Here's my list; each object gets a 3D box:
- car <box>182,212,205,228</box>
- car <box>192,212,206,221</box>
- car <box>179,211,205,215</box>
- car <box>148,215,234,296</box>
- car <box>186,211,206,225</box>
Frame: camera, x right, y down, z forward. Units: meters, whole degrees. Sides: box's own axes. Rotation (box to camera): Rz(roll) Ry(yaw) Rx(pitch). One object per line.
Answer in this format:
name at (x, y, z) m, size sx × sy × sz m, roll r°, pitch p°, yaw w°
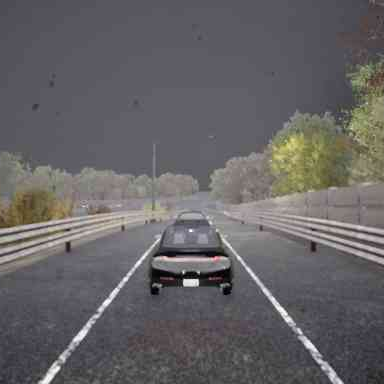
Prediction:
car at (0.176, 2.492, 30.124) m, size 1.895 × 1.301 × 4.718 m, roll 0°, pitch -3°, yaw 2°
car at (1.104, 3.520, 48.319) m, size 1.895 × 1.301 × 4.718 m, roll 0°, pitch -3°, yaw 4°
car at (-0.009, 1.861, 19.395) m, size 1.882 × 1.535 × 5.008 m, roll 0°, pitch -2°, yaw 0°
car at (-0.025, 1.582, 8.869) m, size 2.128 × 1.511 × 4.902 m, roll 0°, pitch -1°, yaw 0°
car at (0.516, 2.838, 37.199) m, size 2.033 × 1.411 × 5.357 m, roll 0°, pitch -3°, yaw 2°
